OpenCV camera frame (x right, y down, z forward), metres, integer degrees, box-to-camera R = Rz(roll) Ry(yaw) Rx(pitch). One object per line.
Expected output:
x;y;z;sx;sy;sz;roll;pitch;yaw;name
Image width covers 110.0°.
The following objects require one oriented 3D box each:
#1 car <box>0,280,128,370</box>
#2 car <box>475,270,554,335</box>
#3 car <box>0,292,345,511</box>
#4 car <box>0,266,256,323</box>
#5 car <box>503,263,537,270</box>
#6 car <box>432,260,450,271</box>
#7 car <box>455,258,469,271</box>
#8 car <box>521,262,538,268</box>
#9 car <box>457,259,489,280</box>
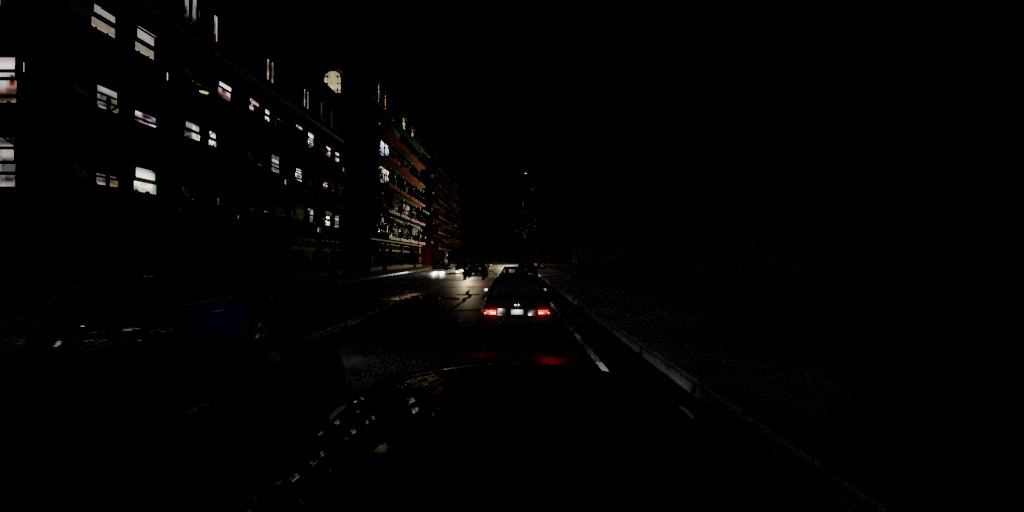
-9.848;1.276;6.017;1.812;1.442;4.674;0;0;0;car
0.110;1.299;10.525;2.033;1.411;5.357;0;0;0;car
-3.150;1.276;2.886;1.812;1.442;4.674;0;0;0;car
-6.596;1.103;6.289;2.097;1.767;4.553;0;0;0;car
0.118;1.300;20.886;2.033;1.411;5.357;0;0;0;car
-9.800;1.244;49.679;2.128;1.511;4.902;0;0;0;car
-6.551;1.105;49.294;2.097;1.767;4.553;0;0;0;car
1.165;1.259;30.653;1.837;1.490;4.892;0;0;0;car
-3.122;1.242;31.280;2.128;1.511;4.902;0;0;0;car
